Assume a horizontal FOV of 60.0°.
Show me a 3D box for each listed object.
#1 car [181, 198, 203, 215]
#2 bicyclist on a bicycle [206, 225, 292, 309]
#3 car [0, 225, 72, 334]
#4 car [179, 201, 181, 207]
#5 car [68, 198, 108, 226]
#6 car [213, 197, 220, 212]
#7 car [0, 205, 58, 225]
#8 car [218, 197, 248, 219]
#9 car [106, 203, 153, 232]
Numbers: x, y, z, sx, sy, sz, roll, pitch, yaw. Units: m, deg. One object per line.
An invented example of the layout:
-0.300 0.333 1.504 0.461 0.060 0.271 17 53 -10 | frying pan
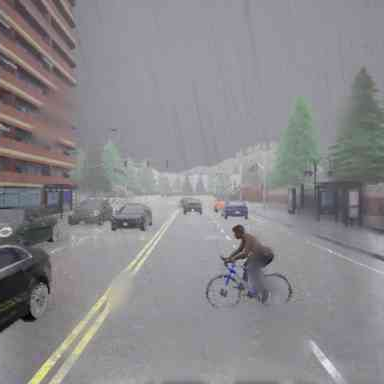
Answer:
0.092 1.505 34.654 1.837 1.490 4.892 0 0 0 | car
1.075 1.454 6.374 1.656 1.620 0.582 -2 0 0 | bicyclist on a bicycle
-3.586 1.492 4.463 2.128 1.511 4.902 0 0 0 | car
-0.682 1.533 47.607 2.033 1.411 5.357 0 0 -9 | car
-6.982 1.352 23.406 2.097 1.767 4.553 0 0 0 | car
3.607 1.352 38.062 2.097 1.767 4.553 0 0 0 | car
-7.083 1.351 13.124 2.097 1.767 4.553 0 0 0 | car
3.618 1.478 28.842 1.882 1.535 5.008 0 0 0 | car
-3.569 1.477 20.376 1.882 1.535 5.008 0 0 0 | car
